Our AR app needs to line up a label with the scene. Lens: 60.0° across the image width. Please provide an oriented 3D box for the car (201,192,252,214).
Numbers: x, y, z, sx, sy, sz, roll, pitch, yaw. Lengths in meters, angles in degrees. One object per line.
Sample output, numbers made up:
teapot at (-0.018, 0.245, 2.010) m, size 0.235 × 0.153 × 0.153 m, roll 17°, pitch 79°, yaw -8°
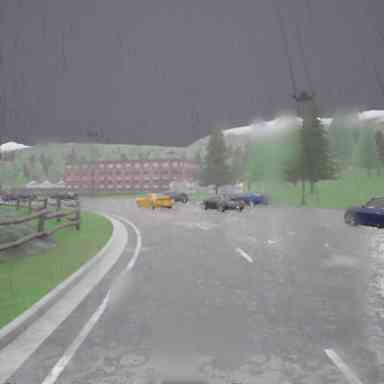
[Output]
car at (2.459, 0.925, 27.794) m, size 2.128 × 1.511 × 4.902 m, roll 0°, pitch 1°, yaw -26°

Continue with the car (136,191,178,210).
car at (-3.663, 0.857, 31.562) m, size 1.882 × 1.535 × 5.008 m, roll 0°, pitch 1°, yaw -34°

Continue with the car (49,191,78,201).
car at (-18.938, 0.602, 49.190) m, size 4.674 × 1.442 × 1.812 m, roll 0°, pitch 1°, yaw 25°

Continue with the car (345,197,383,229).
car at (9.616, 0.992, 16.348) m, size 2.097 × 1.767 × 4.553 m, roll -1°, pitch 1°, yaw -9°

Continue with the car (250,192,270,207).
car at (6.136, 0.744, 35.592) m, size 1.882 × 1.535 × 5.008 m, roll 0°, pitch 1°, yaw -32°

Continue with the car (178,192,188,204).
car at (-2.504, 0.688, 41.223) m, size 1.837 × 1.490 × 4.892 m, roll 0°, pitch 1°, yaw -42°

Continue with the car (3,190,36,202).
car at (-24.875, 0.475, 47.932) m, size 4.553 × 1.767 × 2.097 m, roll 1°, pitch 1°, yaw 21°
